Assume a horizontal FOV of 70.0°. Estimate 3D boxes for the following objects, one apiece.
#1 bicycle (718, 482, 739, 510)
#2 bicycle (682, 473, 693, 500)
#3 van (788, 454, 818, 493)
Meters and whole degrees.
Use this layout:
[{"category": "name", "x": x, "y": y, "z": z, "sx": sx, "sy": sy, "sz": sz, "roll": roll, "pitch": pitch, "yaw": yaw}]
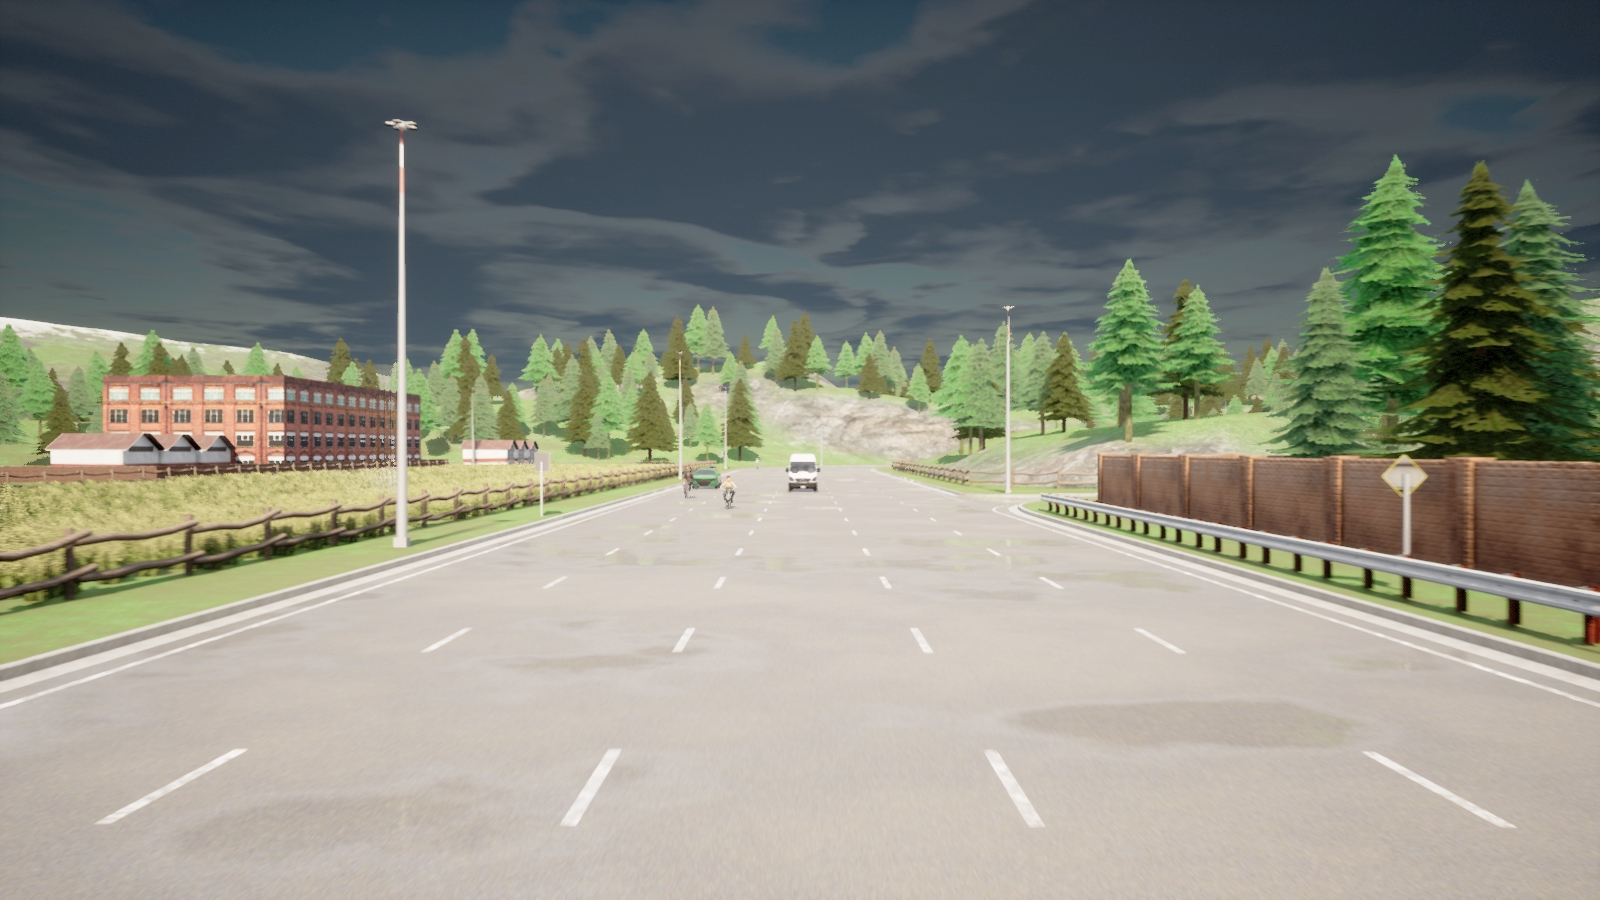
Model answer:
[{"category": "bicycle", "x": -3.356, "y": 2.165, "z": 53.756, "sx": 0.859, "sy": 1.276, "sz": 1.487, "roll": 0, "pitch": 0, "yaw": 0}, {"category": "bicycle", "x": -6.441, "y": 2.069, "z": 65.461, "sx": 0.329, "sy": 1.471, "sz": 1.835, "roll": 0, "pitch": 0, "yaw": 5}, {"category": "van", "x": 0.208, "y": 1.545, "z": 77.770, "sx": 1.988, "sy": 2.561, "sz": 5.915, "roll": 0, "pitch": 0, "yaw": 0}]
